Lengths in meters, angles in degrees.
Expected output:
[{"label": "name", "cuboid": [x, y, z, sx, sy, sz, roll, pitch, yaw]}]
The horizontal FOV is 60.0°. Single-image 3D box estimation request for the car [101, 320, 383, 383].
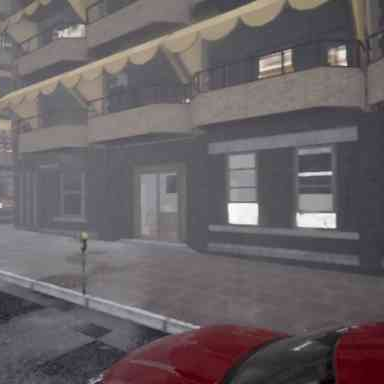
[{"label": "car", "cuboid": [1.308, 1.545, 1.955, 4.507, 1.381, 1.887, 0, -1, 36]}]
